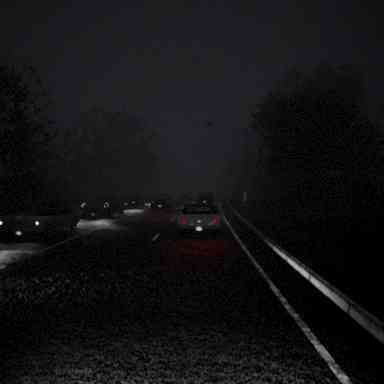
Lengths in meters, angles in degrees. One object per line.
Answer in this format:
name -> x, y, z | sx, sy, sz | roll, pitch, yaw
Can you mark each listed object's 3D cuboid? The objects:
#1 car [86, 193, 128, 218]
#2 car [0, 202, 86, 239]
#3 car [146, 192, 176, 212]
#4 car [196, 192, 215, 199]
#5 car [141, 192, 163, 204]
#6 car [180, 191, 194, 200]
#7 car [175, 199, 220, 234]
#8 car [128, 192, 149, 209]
car -> -6.495, 0.861, 24.413 | 2.097, 1.767, 4.553 | 0, 1, 3
car -> -6.850, 1.288, 15.456 | 1.895, 1.301, 4.718 | 0, 1, 2
car -> -2.531, 0.932, 29.676 | 1.812, 1.442, 4.674 | 0, 1, 3
car -> 1.556, 0.741, 38.292 | 1.837, 1.490, 4.892 | 0, 1, 4
car -> -5.184, 0.696, 43.413 | 1.994, 1.385, 4.181 | 0, 1, 5
car -> -0.732, 0.562, 52.047 | 1.895, 1.301, 4.718 | 0, 1, 6
car -> 0.383, 1.264, 16.775 | 1.895, 1.301, 4.718 | 0, 1, 2
car -> -5.965, 0.836, 33.385 | 1.837, 1.490, 4.892 | 0, 1, 4
